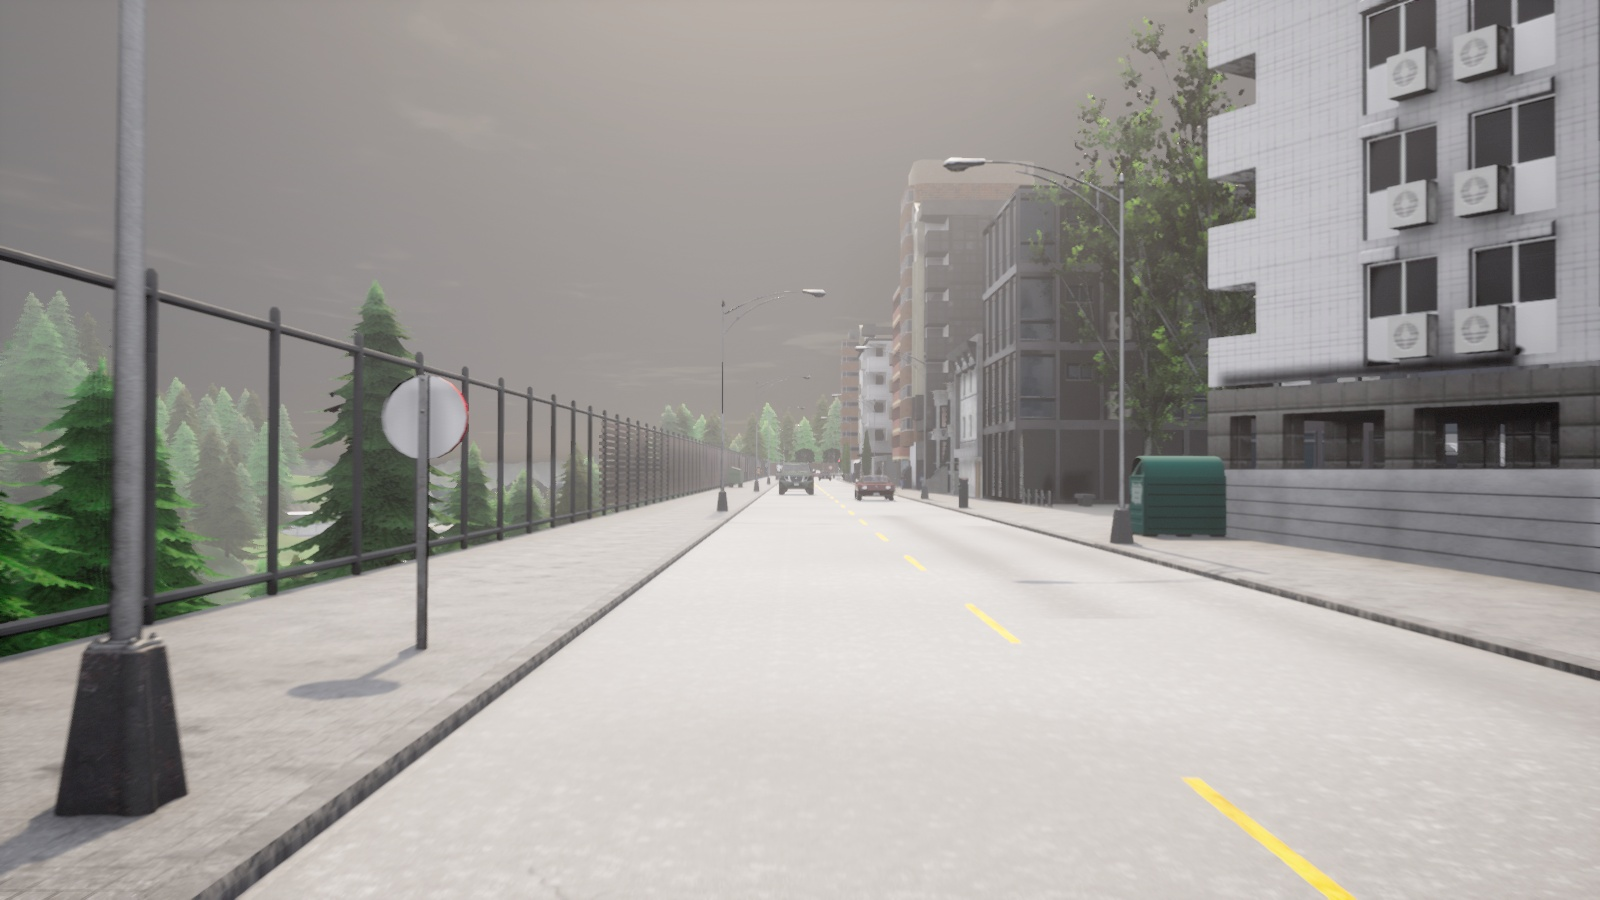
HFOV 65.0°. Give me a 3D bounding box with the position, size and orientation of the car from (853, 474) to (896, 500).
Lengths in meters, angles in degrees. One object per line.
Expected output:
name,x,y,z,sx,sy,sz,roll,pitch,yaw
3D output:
car,3.827,1.900,65.198,1.895,1.301,4.718,0,-1,0

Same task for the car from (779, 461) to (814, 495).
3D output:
car,-0.209,1.746,78.948,2.150,2.045,5.566,0,-1,0
